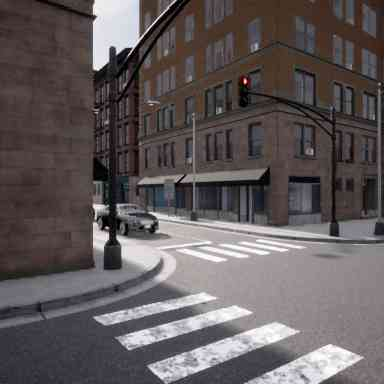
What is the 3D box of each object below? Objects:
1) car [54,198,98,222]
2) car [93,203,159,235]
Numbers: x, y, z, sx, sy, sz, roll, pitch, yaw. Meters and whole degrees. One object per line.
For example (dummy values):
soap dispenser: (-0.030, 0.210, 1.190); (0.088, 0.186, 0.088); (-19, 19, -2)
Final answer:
car: (-9.110, 1.323, 25.863); (1.882, 1.535, 5.008); (0, 0, -36)
car: (-3.624, 1.395, 18.153); (2.128, 1.511, 4.902); (0, 0, -37)
